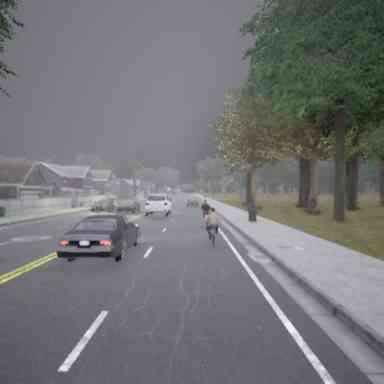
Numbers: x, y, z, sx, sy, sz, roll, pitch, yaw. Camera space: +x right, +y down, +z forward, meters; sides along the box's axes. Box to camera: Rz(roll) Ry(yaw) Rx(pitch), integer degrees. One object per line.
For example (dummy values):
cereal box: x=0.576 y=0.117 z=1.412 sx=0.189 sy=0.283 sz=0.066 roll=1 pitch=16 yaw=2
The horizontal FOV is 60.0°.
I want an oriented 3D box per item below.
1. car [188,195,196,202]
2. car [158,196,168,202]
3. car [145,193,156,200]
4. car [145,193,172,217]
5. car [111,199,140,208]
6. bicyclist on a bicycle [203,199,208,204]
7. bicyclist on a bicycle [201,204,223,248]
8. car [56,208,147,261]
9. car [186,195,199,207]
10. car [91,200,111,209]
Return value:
car: x=0.006 y=1.463 z=74.382 sx=1.882 sy=1.535 sz=5.008 roll=0 pitch=0 yaw=0
car: x=-6.494 y=1.502 z=75.069 sx=1.895 sy=1.301 sz=4.718 roll=0 pitch=0 yaw=0
car: x=-9.744 y=1.032 z=79.150 sx=2.097 sy=1.767 sz=4.553 roll=0 pitch=0 yaw=0
car: x=-3.147 y=1.210 z=31.761 sx=2.150 sy=2.045 sz=5.566 roll=0 pitch=0 yaw=0
car: x=-6.590 y=1.466 z=34.545 sx=1.882 sy=1.535 sz=5.008 roll=0 pitch=0 yaw=0
bicyclist on a bicycle: x=0.897 y=1.360 z=22.217 sx=0.659 sy=1.776 sz=1.843 roll=0 pitch=0 yaw=0
bicyclist on a bicycle: x=0.866 y=1.430 z=13.811 sx=0.866 sy=1.612 sz=1.509 roll=0 pitch=0 yaw=0
car: x=-3.147 y=1.541 z=12.232 sx=2.033 sy=1.411 sz=5.357 roll=0 pitch=0 yaw=0
car: x=0.074 y=1.537 z=52.067 sx=2.033 sy=1.411 sz=5.357 roll=0 pitch=0 yaw=0
car: x=-9.838 y=1.552 z=37.140 sx=1.994 sy=1.385 sz=4.181 roll=0 pitch=0 yaw=0
